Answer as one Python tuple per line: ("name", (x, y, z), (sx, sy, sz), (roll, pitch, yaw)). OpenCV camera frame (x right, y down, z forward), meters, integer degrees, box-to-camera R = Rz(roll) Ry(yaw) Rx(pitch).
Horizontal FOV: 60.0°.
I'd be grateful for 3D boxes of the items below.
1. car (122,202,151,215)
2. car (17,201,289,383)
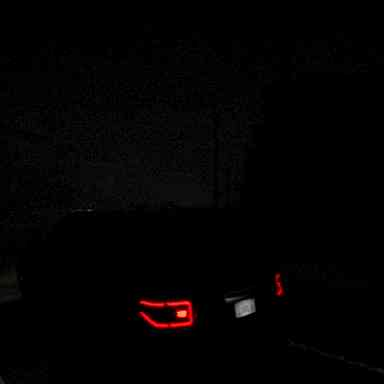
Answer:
("car", (-6.780, 1.993, 41.571), (2.033, 1.411, 5.357), (0, -1, 9))
("car", (-1.153, 1.281, 5.413), (2.150, 2.045, 5.566), (0, 0, -39))
